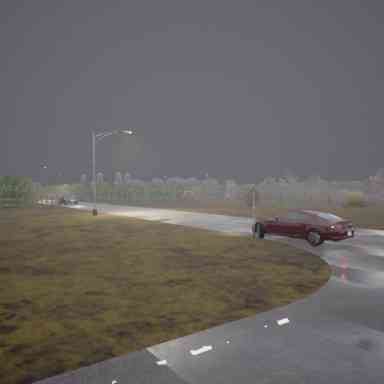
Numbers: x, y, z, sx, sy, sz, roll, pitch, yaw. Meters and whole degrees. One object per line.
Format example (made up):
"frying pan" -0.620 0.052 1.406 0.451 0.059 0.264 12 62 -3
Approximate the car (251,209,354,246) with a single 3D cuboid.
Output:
"car" 4.885 1.484 15.207 1.812 1.442 4.674 -1 1 -40

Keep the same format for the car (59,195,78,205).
"car" -18.626 1.170 49.972 2.128 1.511 4.902 -1 1 -35
